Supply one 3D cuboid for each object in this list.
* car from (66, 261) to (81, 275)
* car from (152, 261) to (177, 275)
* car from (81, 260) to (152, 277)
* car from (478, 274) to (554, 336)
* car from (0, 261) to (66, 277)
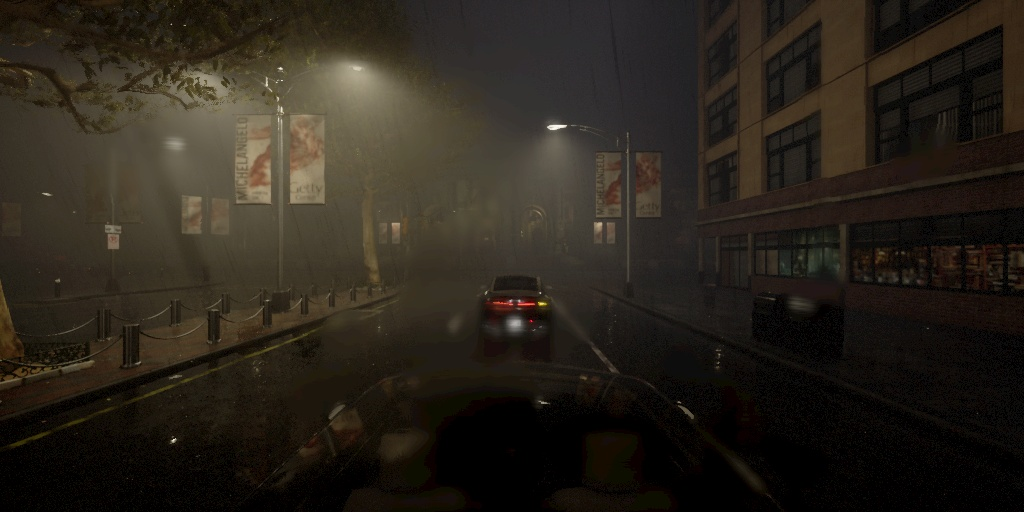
[{"bbox_3d":[-48.136,1.242,38.411,4.902,1.511,2.128,0,0,0],"label":"car"},{"bbox_3d":[-38.886,1.228,38.376,5.008,1.535,1.882,0,0,0],"label":"car"},{"bbox_3d":[-38.392,1.314,34.870,4.181,1.385,1.994,0,0,0],"label":"car"},{"bbox_3d":[0.126,1.255,10.340,1.837,1.490,4.892,0,0,1],"label":"car"},{"bbox_3d":[-47.252,1.255,34.903,4.892,1.490,1.837,0,0,0],"label":"car"}]
